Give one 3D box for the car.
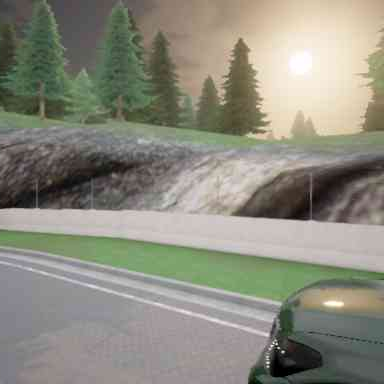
[{"bbox_3d":[3.096,1.242,1.739,5.566,2.045,2.150,1,1,36],"label":"car"}]
